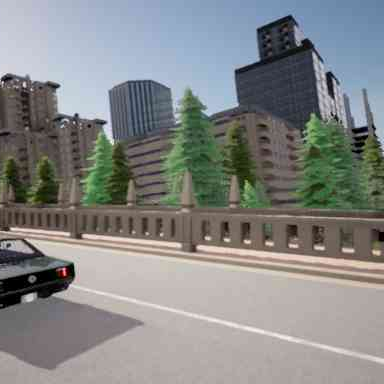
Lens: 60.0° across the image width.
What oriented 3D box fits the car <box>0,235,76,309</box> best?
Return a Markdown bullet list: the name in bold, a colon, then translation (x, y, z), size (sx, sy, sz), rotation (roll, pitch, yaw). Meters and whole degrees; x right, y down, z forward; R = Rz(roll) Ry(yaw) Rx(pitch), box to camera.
- **car**: translation (-4.740, 1.617, 7.191), size (4.718, 1.301, 1.895), rotation (0, 0, 34)
